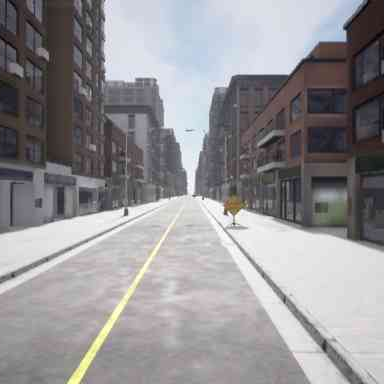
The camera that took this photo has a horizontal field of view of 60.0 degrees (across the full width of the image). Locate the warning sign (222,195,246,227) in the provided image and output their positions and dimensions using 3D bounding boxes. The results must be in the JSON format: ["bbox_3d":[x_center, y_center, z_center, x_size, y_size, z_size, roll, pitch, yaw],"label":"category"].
[{"bbox_3d":[2.510,1.092,19.899,1.300,1.860,1.060,0,0,0],"label":"warning sign"}]
